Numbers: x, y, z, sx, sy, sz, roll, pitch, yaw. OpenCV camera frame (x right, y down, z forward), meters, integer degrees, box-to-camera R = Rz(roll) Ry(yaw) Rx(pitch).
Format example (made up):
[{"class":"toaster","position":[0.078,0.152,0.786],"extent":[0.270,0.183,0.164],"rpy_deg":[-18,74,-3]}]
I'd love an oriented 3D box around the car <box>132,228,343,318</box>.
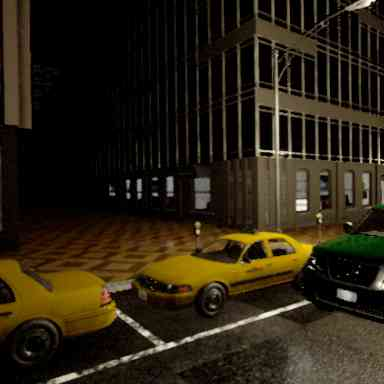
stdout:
[{"class":"car","position":[1.086,1.514,7.334],"extent":[4.829,1.417,1.752],"rpy_deg":[0,-1,-35]}]

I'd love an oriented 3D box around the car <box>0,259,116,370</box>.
[{"class":"car","position":[-3.428,1.528,4.131],"extent":[4.829,1.417,1.752],"rpy_deg":[0,-1,-35]}]

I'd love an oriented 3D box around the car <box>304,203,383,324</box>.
[{"class":"car","position":[4.579,1.205,6.561],"extent":[5.566,2.045,2.150],"rpy_deg":[0,0,-35]}]
